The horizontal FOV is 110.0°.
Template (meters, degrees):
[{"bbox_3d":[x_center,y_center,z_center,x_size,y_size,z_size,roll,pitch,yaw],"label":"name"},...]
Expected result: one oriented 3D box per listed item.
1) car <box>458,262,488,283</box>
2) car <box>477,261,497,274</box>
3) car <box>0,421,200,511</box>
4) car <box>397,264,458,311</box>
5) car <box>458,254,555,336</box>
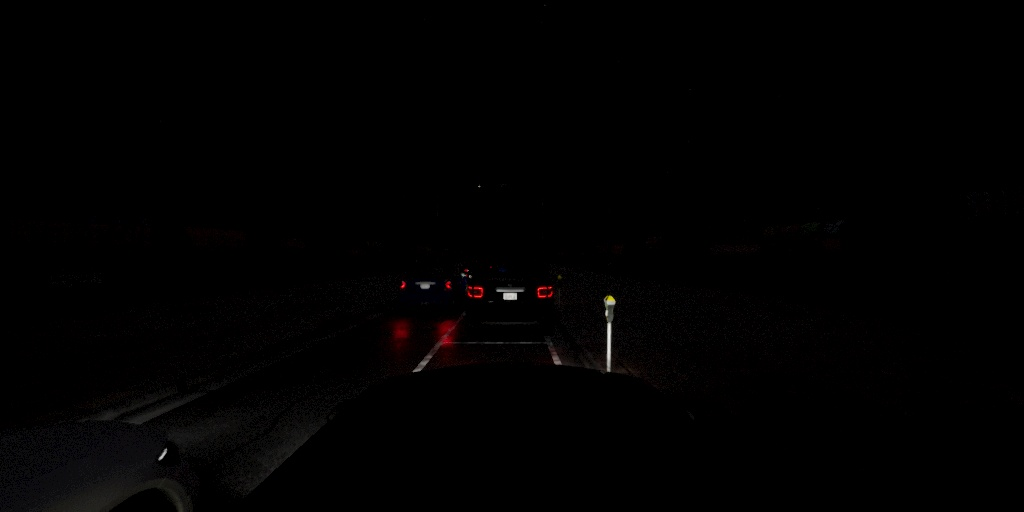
[{"bbox_3d":[-2.932,1.242,28.027,1.837,1.490,4.892,0,-1,0],"label":"car"},{"bbox_3d":[-2.931,1.283,43.187,2.033,1.411,5.357,0,0,0],"label":"car"},{"bbox_3d":[-2.931,1.276,0.322,1.812,1.442,4.674,0,0,0],"label":"car"},{"bbox_3d":[-3.020,1.096,14.595,2.097,1.767,4.553,0,0,0],"label":"car"},{"bbox_3d":[-0.039,0.975,10.532,2.150,2.045,5.566,0,0,0],"label":"car"}]
